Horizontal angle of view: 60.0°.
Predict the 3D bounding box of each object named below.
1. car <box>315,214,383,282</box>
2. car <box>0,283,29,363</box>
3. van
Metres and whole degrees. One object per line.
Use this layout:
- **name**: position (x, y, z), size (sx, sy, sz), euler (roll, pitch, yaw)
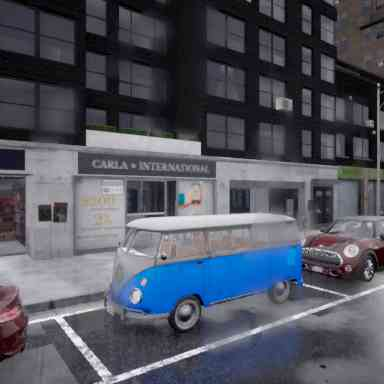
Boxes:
- **car**: position (4.815, 1.440, 9.648), size (4.097, 1.590, 1.967), euler (0, 0, -36)
- **car**: position (-3.983, 1.582, 3.340), size (4.206, 1.307, 1.802), euler (0, 0, -36)
- **van**: position (0.416, 1.341, 6.494), size (3.998, 1.788, 1.690), euler (0, 0, -36)
